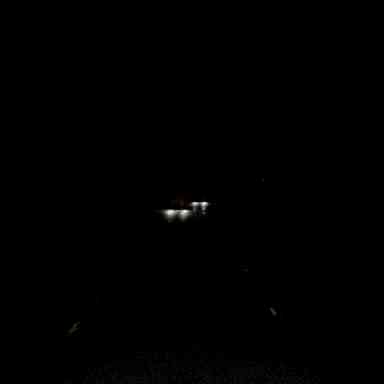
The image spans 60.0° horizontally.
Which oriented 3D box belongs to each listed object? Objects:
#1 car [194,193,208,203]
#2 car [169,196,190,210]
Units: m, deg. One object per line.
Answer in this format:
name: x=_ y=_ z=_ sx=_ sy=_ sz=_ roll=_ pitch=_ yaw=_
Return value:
car: x=1.580 y=1.017 z=57.687 sx=1.837 sy=1.490 sz=4.892 roll=1 pitch=1 yaw=12
car: x=-1.455 y=1.230 z=39.892 sx=1.882 sy=1.535 sz=5.008 roll=0 pitch=1 yaw=8
